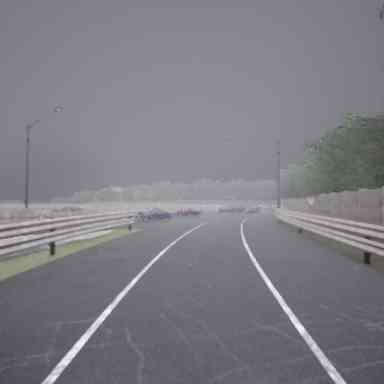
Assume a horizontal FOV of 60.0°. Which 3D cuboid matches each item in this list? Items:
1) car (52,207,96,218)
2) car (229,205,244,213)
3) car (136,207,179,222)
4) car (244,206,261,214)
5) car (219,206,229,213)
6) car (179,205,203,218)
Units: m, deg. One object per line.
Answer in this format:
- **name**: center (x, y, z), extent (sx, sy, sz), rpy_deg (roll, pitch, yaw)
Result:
- **car**: center (-12.287, 2.287, 35.310), extent (2.128, 1.511, 4.902), rpy_deg (-1, -2, 40)
- **car**: center (9.401, 3.303, 66.681), extent (2.097, 1.767, 4.553), rpy_deg (-1, -2, 19)
- **car**: center (-3.800, 2.346, 34.742), extent (1.812, 1.442, 4.674), rpy_deg (-1, -2, 37)
- **car**: center (11.867, 3.398, 63.203), extent (2.033, 1.411, 5.357), rpy_deg (0, -2, 19)
- **car**: center (6.960, 3.605, 70.115), extent (1.994, 1.385, 4.181), rpy_deg (0, -2, 17)
- **car**: center (-0.407, 2.807, 45.718), extent (1.895, 1.301, 4.718), rpy_deg (-1, -2, 31)
